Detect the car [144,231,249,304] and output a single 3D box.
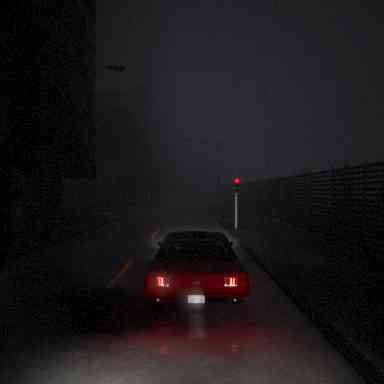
[{"bbox_3d":[0.089,1.601,8.082,1.895,1.301,4.718,0,0,0],"label":"car"}]
